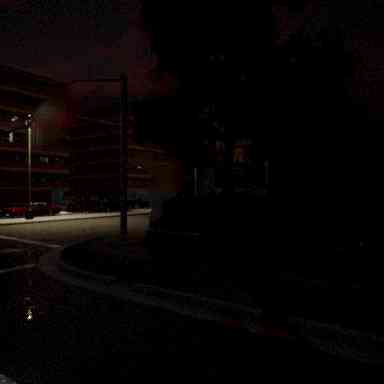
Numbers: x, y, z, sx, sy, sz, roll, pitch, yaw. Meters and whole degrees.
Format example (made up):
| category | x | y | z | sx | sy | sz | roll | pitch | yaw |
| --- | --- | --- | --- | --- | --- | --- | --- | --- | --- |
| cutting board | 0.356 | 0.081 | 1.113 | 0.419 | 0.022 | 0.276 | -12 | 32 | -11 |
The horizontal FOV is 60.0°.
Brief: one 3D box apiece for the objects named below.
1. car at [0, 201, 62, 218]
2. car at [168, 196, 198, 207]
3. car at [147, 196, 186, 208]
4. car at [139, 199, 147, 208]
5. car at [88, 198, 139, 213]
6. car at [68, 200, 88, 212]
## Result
| category | x | y | z | sx | sy | sz | roll | pitch | yaw |
| --- | --- | --- | --- | --- | --- | --- | --- | --- | --- |
| car | -14.264 | 1.610 | 29.772 | 1.895 | 1.301 | 4.718 | 0 | 0 | 33 |
| car | -1.393 | 1.502 | 53.400 | 2.128 | 1.511 | 4.902 | 0 | 0 | 36 |
| car | -3.405 | 1.362 | 44.699 | 2.097 | 1.767 | 4.553 | 0 | 0 | 36 |
| car | -7.292 | 1.575 | 45.294 | 1.994 | 1.385 | 4.181 | 0 | 0 | 36 |
| car | -8.729 | 1.485 | 37.372 | 1.882 | 1.535 | 5.008 | 0 | 0 | 36 |
| car | -12.197 | 1.573 | 38.524 | 1.994 | 1.385 | 4.181 | 0 | 0 | 37 |
